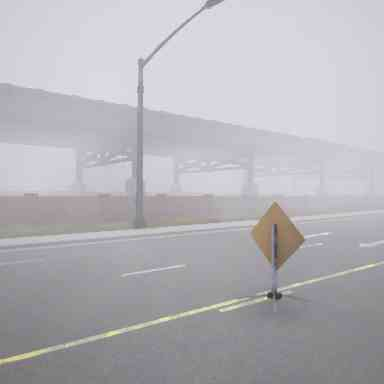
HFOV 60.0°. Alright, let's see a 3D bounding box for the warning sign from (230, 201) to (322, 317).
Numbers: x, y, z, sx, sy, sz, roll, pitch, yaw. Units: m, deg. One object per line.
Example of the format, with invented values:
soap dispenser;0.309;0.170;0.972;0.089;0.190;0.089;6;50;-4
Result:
warning sign;1.554;1.121;6.281;1.060;1.860;1.300;1;-1;-36
